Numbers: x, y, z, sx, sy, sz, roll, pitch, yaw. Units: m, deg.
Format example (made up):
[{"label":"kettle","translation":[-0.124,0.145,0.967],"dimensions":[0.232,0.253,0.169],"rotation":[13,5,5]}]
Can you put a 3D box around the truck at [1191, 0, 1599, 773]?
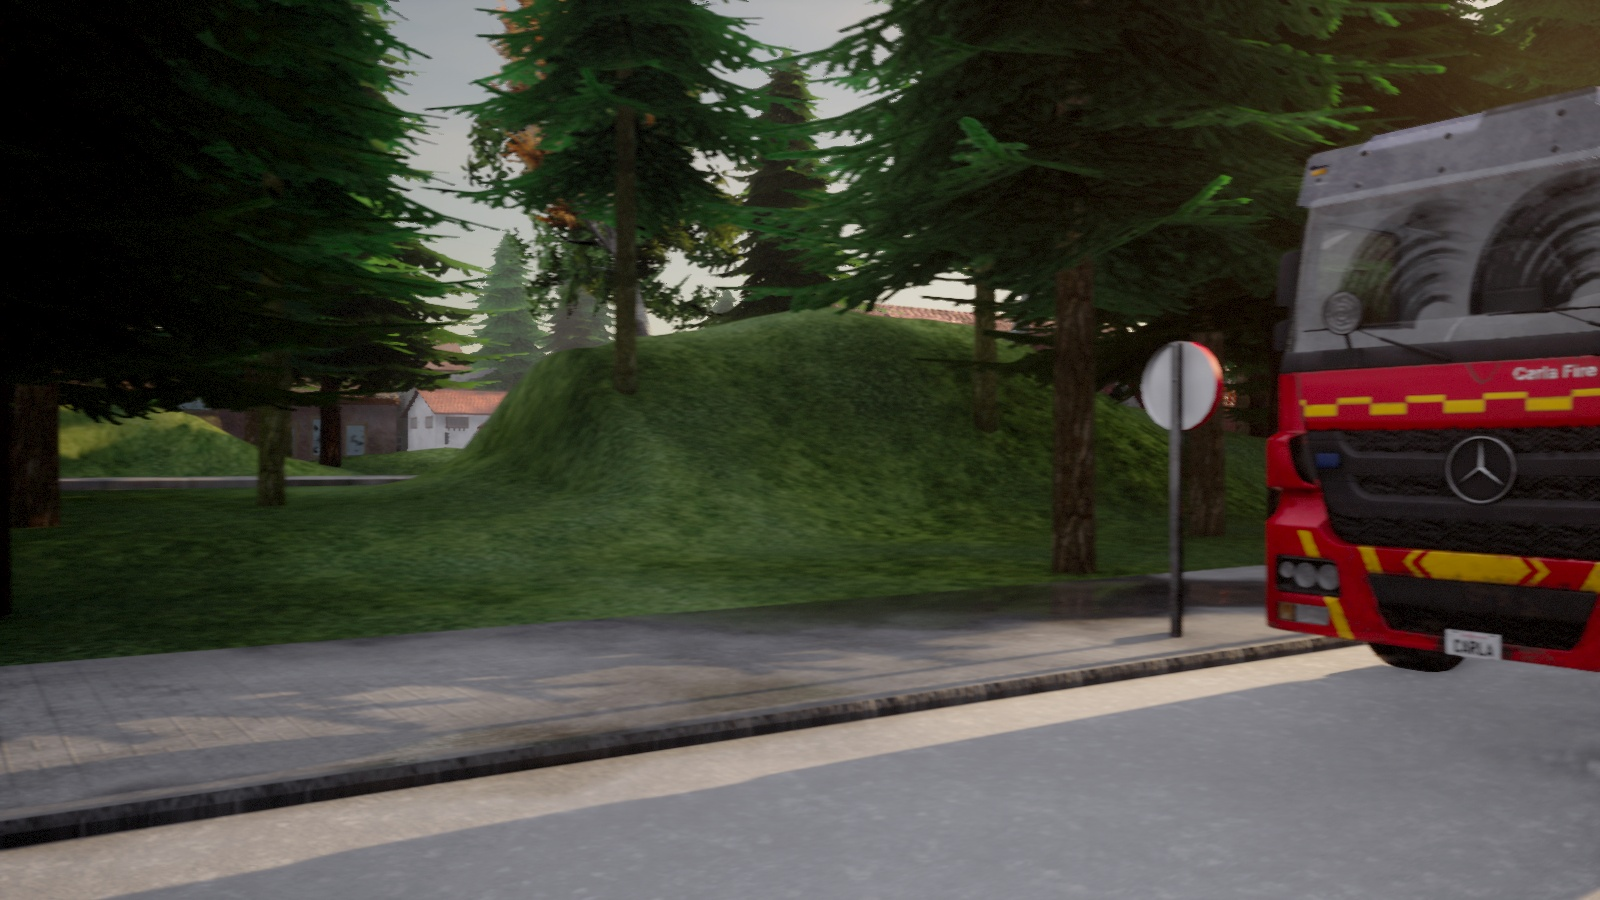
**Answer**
[{"label":"truck","translation":[6.703,-0.406,8.937],"dimensions":[8.468,3.827,2.891],"rotation":[0,0,-35]}]
